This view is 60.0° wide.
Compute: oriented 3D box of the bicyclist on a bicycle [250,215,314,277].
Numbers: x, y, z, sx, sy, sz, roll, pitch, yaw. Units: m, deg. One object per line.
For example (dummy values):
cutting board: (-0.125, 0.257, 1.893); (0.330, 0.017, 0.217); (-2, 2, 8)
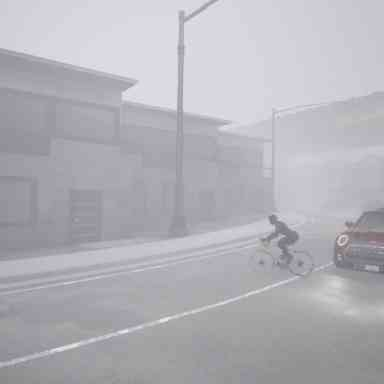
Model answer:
bicyclist on a bicycle: (2.322, 1.419, 8.764); (1.656, 1.620, 0.582); (-2, -1, 19)

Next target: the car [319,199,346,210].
car: (19.376, 1.773, 45.773); (1.837, 1.490, 4.892); (1, -1, -8)

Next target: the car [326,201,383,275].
car: (5.946, 1.318, 10.111); (2.097, 1.767, 4.553); (0, 0, 39)

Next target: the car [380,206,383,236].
car: (11.098, 1.518, 17.468); (1.895, 1.301, 4.718); (0, 1, 27)
